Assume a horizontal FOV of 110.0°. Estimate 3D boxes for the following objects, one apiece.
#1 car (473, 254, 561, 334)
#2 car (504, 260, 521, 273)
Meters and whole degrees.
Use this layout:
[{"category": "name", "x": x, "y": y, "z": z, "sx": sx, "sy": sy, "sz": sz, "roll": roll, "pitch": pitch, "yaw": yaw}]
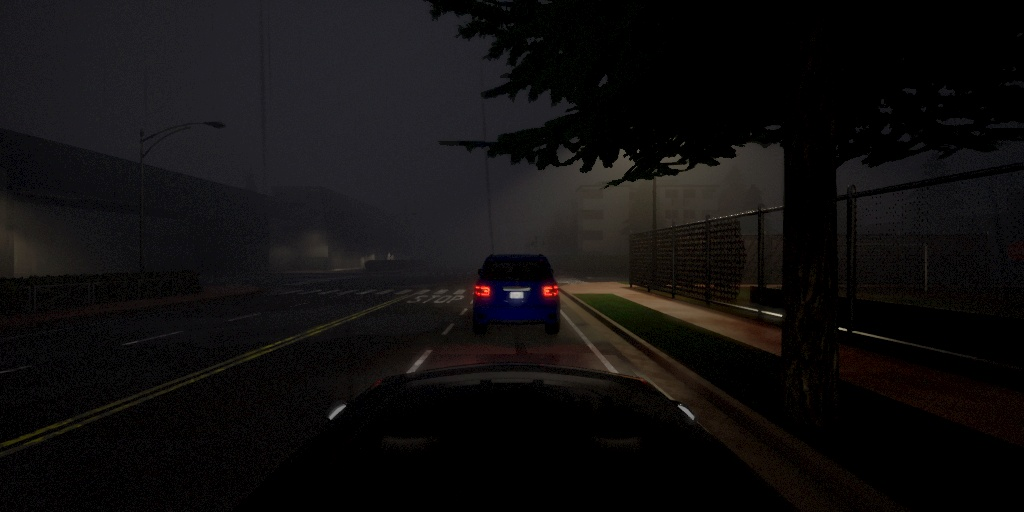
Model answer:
[{"category": "car", "x": 0.115, "y": 0.972, "z": 10.727, "sx": 2.150, "sy": 2.045, "sz": 5.566, "roll": 0, "pitch": 0, "yaw": 0}, {"category": "car", "x": 0.025, "y": 1.242, "z": 45.602, "sx": 2.128, "sy": 1.511, "sz": 4.902, "roll": 0, "pitch": 0, "yaw": 0}]
